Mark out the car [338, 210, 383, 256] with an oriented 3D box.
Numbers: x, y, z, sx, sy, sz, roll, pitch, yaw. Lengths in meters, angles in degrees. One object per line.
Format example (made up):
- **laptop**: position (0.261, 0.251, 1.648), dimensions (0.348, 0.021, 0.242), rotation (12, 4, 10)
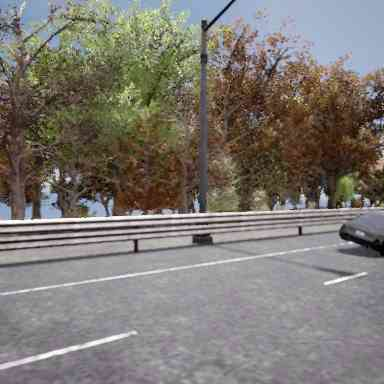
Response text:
- **car**: position (7.985, 1.542, 13.663), dimensions (4.181, 1.385, 1.994), rotation (1, 13, -35)
